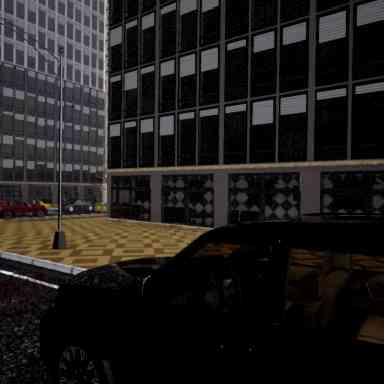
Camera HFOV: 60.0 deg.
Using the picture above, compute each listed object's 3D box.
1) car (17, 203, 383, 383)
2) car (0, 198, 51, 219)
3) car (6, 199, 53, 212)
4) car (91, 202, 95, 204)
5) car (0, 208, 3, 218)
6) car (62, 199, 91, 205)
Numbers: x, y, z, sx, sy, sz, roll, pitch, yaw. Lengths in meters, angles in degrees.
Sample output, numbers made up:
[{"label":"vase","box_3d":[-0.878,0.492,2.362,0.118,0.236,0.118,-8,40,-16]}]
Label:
[{"label":"car","box_3d":[0.950,1.221,3.006,5.566,2.045,2.150,0,0,35]},{"label":"car","box_3d":[-16.206,1.517,31.099,2.192,1.841,5.009,1,0,37]},{"label":"car","box_3d":[-19.678,1.640,40.484,1.752,1.417,4.829,1,0,37]},{"label":"car","box_3d":[-9.383,1.828,40.292,1.752,1.417,4.829,1,0,37]},{"label":"car","box_3d":[-7.360,1.347,8.958,4.553,1.767,2.097,0,0,36]},{"label":"car","box_3d":[-14.743,1.704,42.768,1.837,1.490,4.892,1,0,37]}]
